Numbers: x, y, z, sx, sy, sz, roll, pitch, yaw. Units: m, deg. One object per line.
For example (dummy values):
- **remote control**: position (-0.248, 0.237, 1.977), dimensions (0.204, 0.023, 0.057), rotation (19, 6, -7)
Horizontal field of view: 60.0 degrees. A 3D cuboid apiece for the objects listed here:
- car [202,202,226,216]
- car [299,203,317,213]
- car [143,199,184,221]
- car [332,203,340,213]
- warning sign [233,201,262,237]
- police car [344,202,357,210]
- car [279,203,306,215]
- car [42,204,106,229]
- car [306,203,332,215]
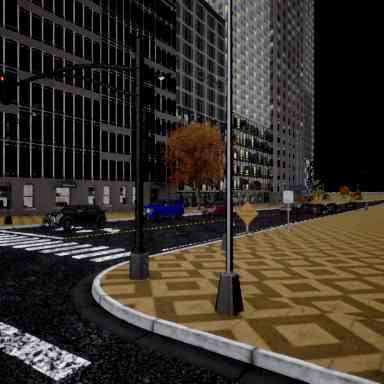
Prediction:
- **car**: position (3.075, 2.029, 41.987), dimensions (2.097, 1.767, 4.553), rotation (0, -1, 33)
- **car**: position (19.135, 2.533, 54.745), dimensions (1.837, 1.490, 4.892), rotation (0, -1, 33)
- **car**: position (-2.923, 1.700, 32.695), dimensions (2.150, 2.045, 5.566), rotation (0, -1, 33)
- **car**: position (23.089, 2.574, 54.707), dimensions (1.837, 1.490, 4.892), rotation (0, -1, 33)
- **warning sign**: position (3.102, 1.454, 18.567), dimensions (1.300, 1.860, 1.060), rotation (1, 1, 33)
- **police car**: position (31.505, 2.738, 65.842), dimensions (1.930, 1.638, 5.238), rotation (0, -1, 33)
- **car**: position (13.820, 2.402, 46.406), dimensions (2.033, 1.411, 5.357), rotation (0, -1, 33)
- **car**: position (-8.455, 1.648, 24.110), dimensions (2.097, 1.767, 4.553), rotation (0, -1, 33)
- **car**: position (17.691, 2.398, 46.317), dimensions (1.837, 1.490, 4.892), rotation (0, -1, 33)
